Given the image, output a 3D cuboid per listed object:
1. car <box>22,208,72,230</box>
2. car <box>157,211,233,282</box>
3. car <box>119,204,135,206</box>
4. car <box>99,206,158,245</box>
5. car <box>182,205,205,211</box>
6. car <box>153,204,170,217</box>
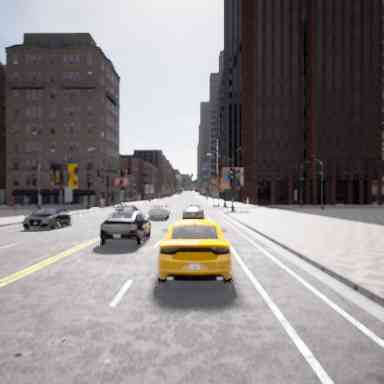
[{"bbox_3d":[-9.825,1.789,22.846,1.994,1.385,4.181,0,-1,0],"label":"car"},{"bbox_3d":[0.074,1.573,10.069,1.882,1.535,5.008,0,0,0],"label":"car"},{"bbox_3d":[-6.549,1.883,33.307,2.033,1.411,5.357,0,-1,0],"label":"car"},{"bbox_3d":[-3.144,1.653,16.401,2.128,1.511,4.902,0,0,0],"label":"car"},{"bbox_3d":[0.114,1.830,28.306,2.033,1.411,5.357,0,-1,0],"label":"car"},{"bbox_3d":[-3.137,1.853,32.477,1.812,1.442,4.674,0,-1,0],"label":"car"}]
